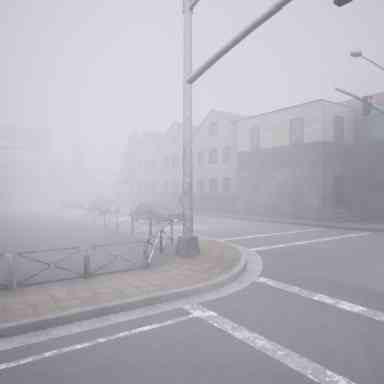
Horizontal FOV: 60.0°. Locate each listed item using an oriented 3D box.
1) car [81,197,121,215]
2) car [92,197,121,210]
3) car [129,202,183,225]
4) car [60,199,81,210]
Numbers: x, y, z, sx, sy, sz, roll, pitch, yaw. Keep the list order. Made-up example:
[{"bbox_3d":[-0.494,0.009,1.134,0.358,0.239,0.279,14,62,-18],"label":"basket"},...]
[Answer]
[{"bbox_3d":[-8.283,1.315,31.006,2.128,1.511,4.902,0,0,-35],"label":"car"},{"bbox_3d":[-10.471,1.328,40.464,1.837,1.490,4.892,0,0,-35],"label":"car"},{"bbox_3d":[-2.538,1.371,22.887,2.033,1.411,5.357,0,0,-35],"label":"car"},{"bbox_3d":[-14.103,1.425,39.278,1.895,1.301,4.718,0,0,-35],"label":"car"}]
